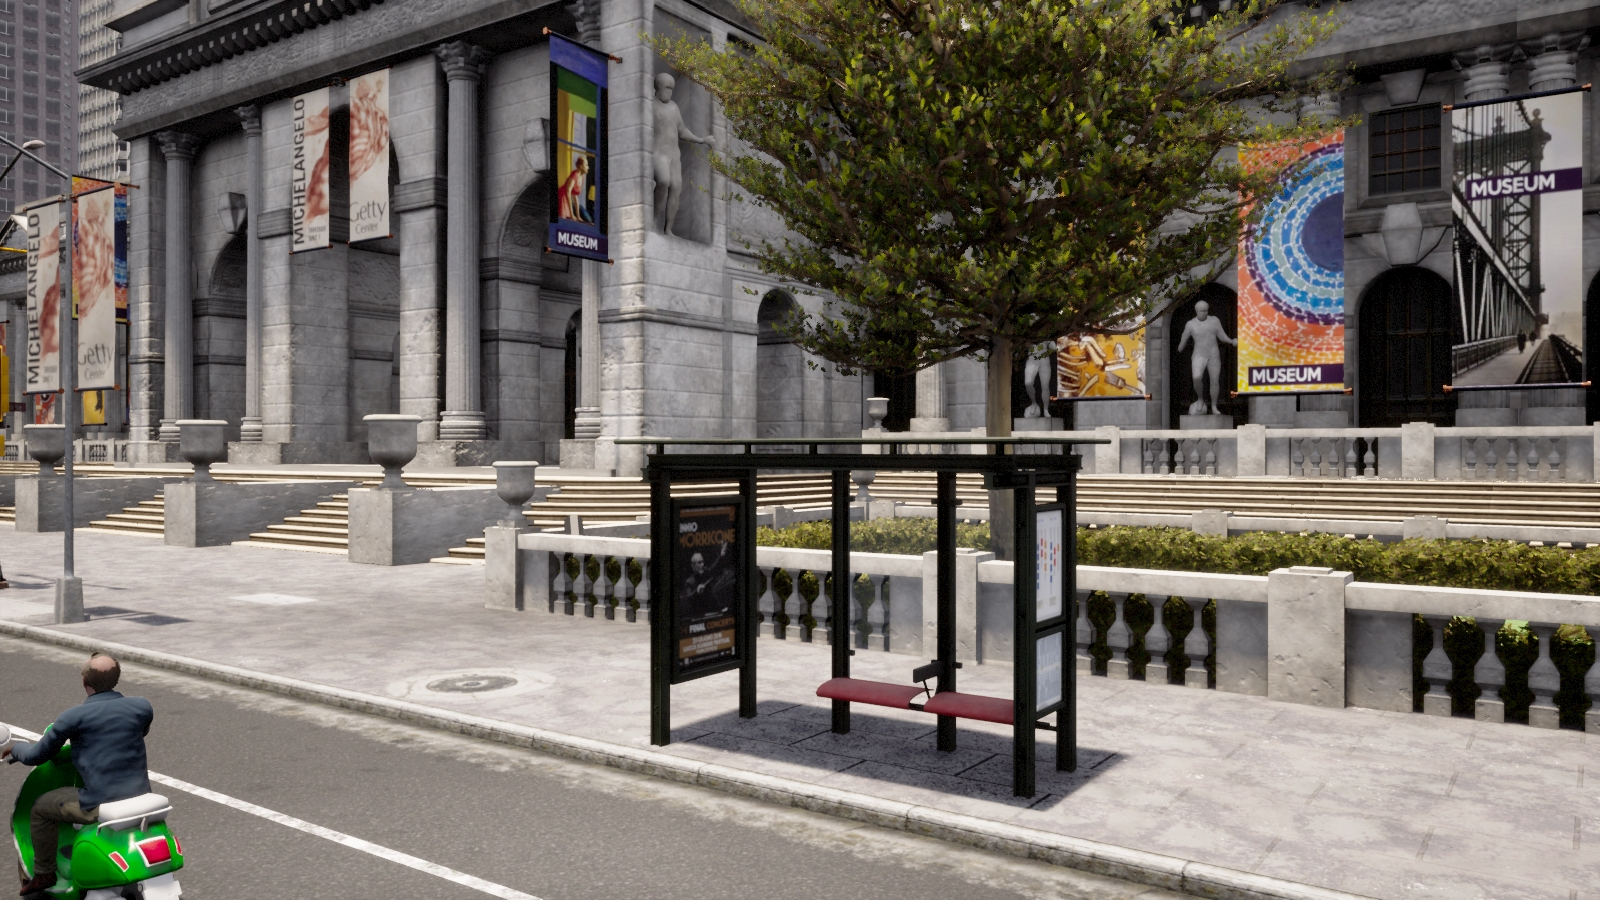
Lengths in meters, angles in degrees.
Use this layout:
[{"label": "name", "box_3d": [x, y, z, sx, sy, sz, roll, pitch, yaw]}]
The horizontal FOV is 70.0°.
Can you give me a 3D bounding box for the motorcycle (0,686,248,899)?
[{"label": "motorcycle", "box_3d": [-4.138, 2.179, 6.693, 1.805, 1.236, 0.856, 0, 0, 35]}]
